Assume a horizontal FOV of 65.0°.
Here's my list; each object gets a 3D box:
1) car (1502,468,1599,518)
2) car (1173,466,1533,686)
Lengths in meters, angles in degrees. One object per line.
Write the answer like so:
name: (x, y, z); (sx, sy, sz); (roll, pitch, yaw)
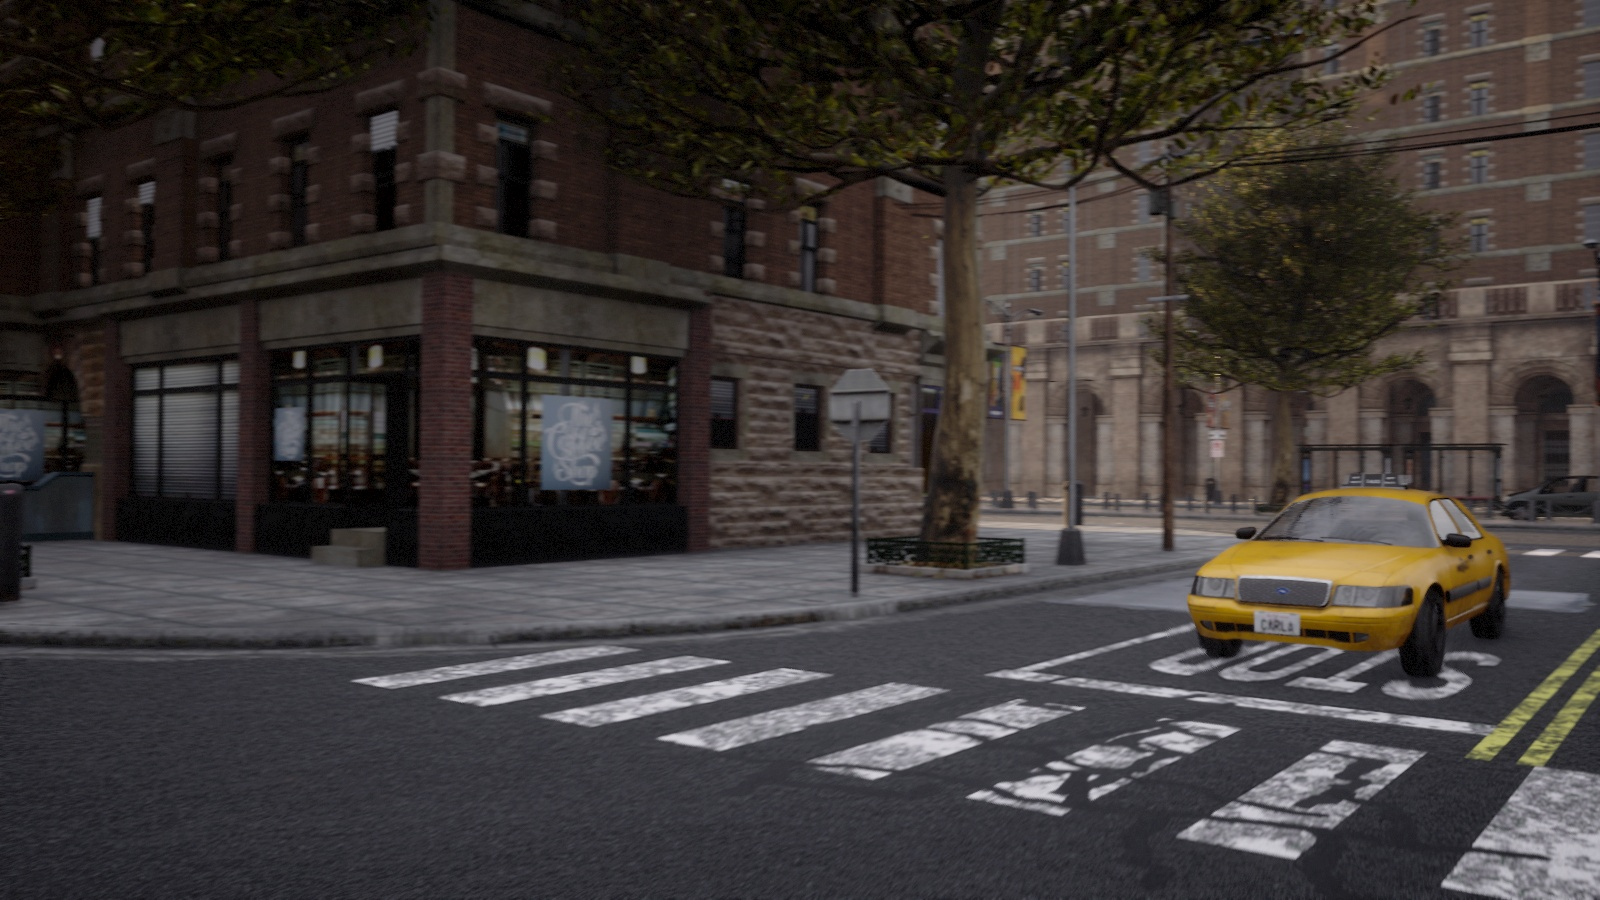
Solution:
car: (25.580, 1.400, 41.423); (3.988, 1.617, 1.851); (-1, -1, 38)
car: (5.363, 0.949, 11.677); (1.801, 1.575, 5.366); (-1, -1, 38)
